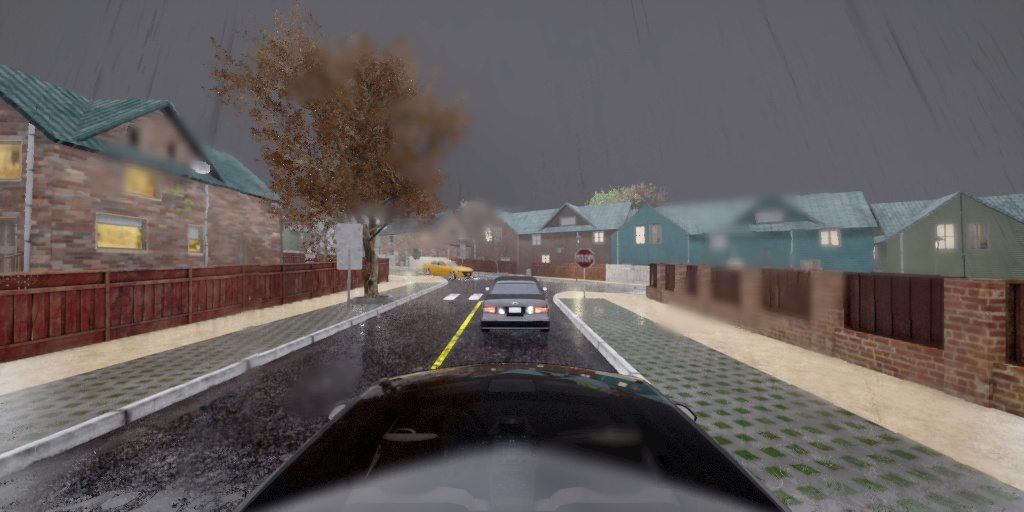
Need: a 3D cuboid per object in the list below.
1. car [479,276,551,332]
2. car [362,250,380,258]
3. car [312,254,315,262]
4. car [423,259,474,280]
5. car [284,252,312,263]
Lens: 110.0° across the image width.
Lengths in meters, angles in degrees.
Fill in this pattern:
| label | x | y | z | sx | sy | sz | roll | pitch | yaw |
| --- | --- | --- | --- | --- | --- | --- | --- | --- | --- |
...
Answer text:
| label | x | y | z | sx | sy | sz | roll | pitch | yaw |
| --- | --- | --- | --- | --- | --- | --- | --- | --- | --- |
| car | 0.116 | 1.302 | 10.822 | 2.033 | 1.411 | 5.357 | 0 | 0 | 1 |
| car | -15.091 | 0.431 | 36.583 | 5.566 | 2.045 | 2.150 | 3 | 0 | 32 |
| car | -26.121 | 0.410 | 46.977 | 4.718 | 1.301 | 1.895 | 2 | 0 | 32 |
| car | -5.370 | 1.090 | 29.978 | 5.008 | 1.535 | 1.882 | 3 | 1 | 38 |
| car | -27.239 | 0.259 | 44.212 | 4.892 | 1.490 | 1.837 | 2 | 0 | 32 |
